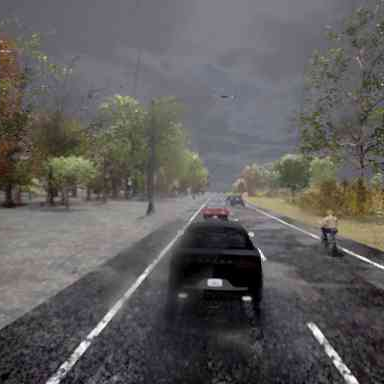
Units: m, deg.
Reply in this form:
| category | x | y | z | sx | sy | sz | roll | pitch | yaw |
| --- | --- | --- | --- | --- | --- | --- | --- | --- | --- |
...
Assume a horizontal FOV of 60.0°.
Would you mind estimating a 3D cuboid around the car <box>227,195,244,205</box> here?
| category | x | y | z | sx | sy | sz | roll | pitch | yaw |
| --- | --- | --- | --- | --- | --- | --- | --- | --- | --- |
| car | 7.461 | 1.276 | 55.559 | 2.097 | 1.767 | 4.553 | 1 | 0 | 4 |

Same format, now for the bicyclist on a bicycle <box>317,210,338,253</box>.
| category | x | y | z | sx | sy | sz | roll | pitch | yaw |
| --- | --- | --- | --- | --- | --- | --- | --- | --- | --- |
| bicyclist on a bicycle | 5.306 | 1.490 | 12.896 | 0.866 | 1.612 | 1.509 | 1 | 0 | 4 |

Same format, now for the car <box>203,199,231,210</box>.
| category | x | y | z | sx | sy | sz | roll | pitch | yaw |
| --- | --- | --- | --- | --- | --- | --- | --- | --- | --- |
| car | 1.887 | 1.529 | 26.667 | 1.895 | 1.301 | 4.718 | 1 | 0 | 4 |

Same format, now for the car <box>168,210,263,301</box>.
| category | x | y | z | sx | sy | sz | roll | pitch | yaw |
| --- | --- | --- | --- | --- | --- | --- | --- | --- | --- |
| car | 0.587 | 1.454 | 8.382 | 1.882 | 1.535 | 5.008 | 1 | 0 | 4 |
